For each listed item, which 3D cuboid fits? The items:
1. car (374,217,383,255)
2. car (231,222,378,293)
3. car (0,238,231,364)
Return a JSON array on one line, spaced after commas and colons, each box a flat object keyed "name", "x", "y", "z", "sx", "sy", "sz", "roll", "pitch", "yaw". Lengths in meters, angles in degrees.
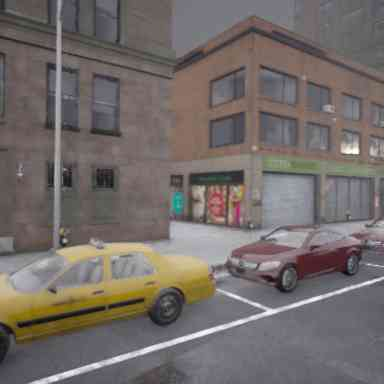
[{"name": "car", "x": 7.315, "y": 1.538, "z": 11.868, "sx": 4.206, "sy": 1.307, "sz": 1.802, "roll": 0, "pitch": 1, "yaw": -35}, {"name": "car", "x": 2.818, "y": 1.539, "z": 8.715, "sx": 4.206, "sy": 1.307, "sz": 1.802, "roll": 0, "pitch": 1, "yaw": -35}, {"name": "car", "x": -1.818, "y": 1.484, "z": 5.462, "sx": 4.829, "sy": 1.417, "sz": 1.752, "roll": 0, "pitch": 1, "yaw": -35}]
